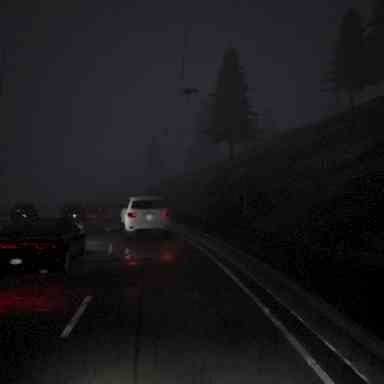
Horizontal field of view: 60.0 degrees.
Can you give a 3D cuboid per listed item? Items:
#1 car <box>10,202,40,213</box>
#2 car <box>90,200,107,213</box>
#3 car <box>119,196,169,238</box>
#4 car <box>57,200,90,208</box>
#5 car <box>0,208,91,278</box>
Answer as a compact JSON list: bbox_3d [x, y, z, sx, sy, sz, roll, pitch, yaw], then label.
[{"bbox_3d":[-13.621,1.569,27.130,1.837,1.490,4.892,0,0,-25],"label":"car"},{"bbox_3d":[-10.729,1.585,36.488,1.812,1.442,4.674,0,0,-30],"label":"car"},{"bbox_3d":[-2.675,1.241,18.029,2.150,2.045,5.566,0,0,-15],"label":"car"},{"bbox_3d":[-9.966,1.556,27.527,1.837,1.490,4.892,0,0,-25],"label":"car"},{"bbox_3d":[-4.560,1.500,10.346,1.882,1.535,5.008,0,0,-9],"label":"car"}]
